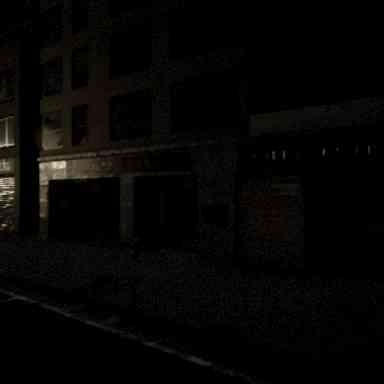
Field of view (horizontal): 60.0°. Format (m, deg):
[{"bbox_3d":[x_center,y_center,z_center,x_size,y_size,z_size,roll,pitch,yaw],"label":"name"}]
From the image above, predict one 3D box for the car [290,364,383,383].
[{"bbox_3d":[2.390,1.583,1.374,4.206,1.307,1.802,0,0,36],"label":"car"}]
